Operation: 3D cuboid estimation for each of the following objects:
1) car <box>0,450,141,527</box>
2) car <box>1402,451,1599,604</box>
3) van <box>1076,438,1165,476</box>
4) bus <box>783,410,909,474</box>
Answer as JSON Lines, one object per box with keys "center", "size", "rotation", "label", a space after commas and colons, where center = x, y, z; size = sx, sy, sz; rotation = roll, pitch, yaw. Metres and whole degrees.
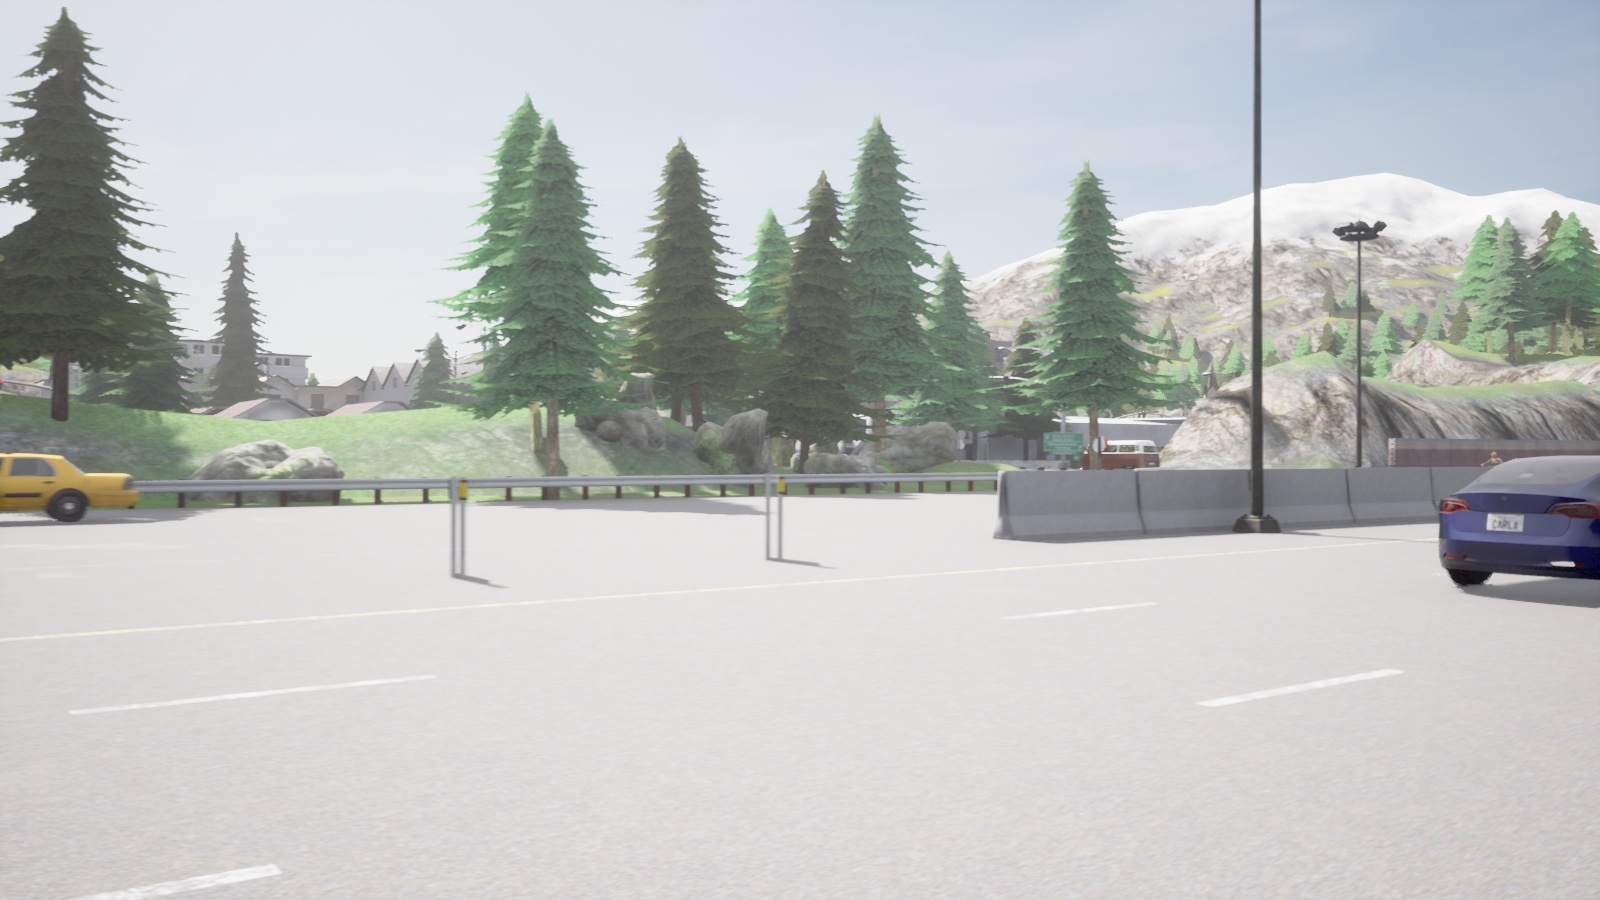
{"center": [-16.807, 0.783, 26.075], "size": [5.366, 1.575, 1.801], "rotation": [0, 0, -35], "label": "car"}
{"center": [9.234, 0.760, 14.349], "size": [4.792, 1.488, 2.163], "rotation": [0, 0, -35], "label": "car"}
{"center": [17.767, 0.406, 69.784], "size": [2.069, 2.038, 4.480], "rotation": [0, 0, -35], "label": "van"}
{"center": [3.086, -0.569, 89.007], "size": [3.944, 4.253, 10.273], "rotation": [0, 1, -31], "label": "bus"}
